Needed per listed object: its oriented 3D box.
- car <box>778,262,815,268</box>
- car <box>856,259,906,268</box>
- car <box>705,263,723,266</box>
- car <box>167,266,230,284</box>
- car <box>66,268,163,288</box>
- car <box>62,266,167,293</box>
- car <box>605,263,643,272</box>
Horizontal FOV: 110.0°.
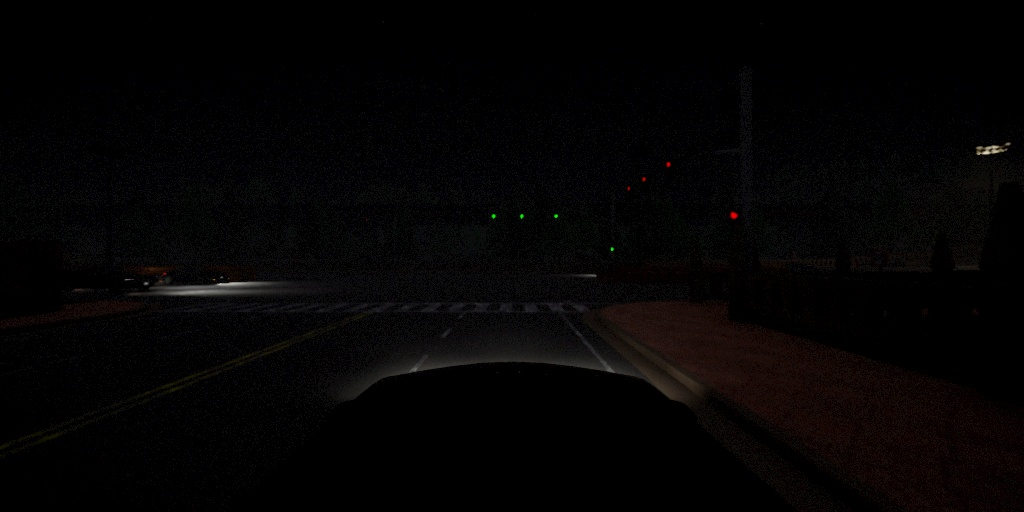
[{"bbox_3d":[33.102,1.514,42.419,4.892,1.490,1.837,-1,0,0],"label":"car"},{"bbox_3d":[43.481,1.137,42.391,4.902,1.511,2.128,-3,0,0],"label":"car"},{"bbox_3d":[23.256,1.590,42.436,5.357,1.411,2.033,0,0,0],"label":"car"},{"bbox_3d":[-25.007,1.505,28.456,4.181,1.385,1.994,0,0,0],"label":"car"},{"bbox_3d":[-27.550,1.516,24.968,4.718,1.301,1.895,0,0,0],"label":"car"},{"bbox_3d":[-24.274,1.382,21.440,4.902,1.511,2.128,0,0,1],"label":"car"},{"bbox_3d":[13.488,1.547,42.476,4.892,1.490,1.837,0,0,0],"label":"car"}]
